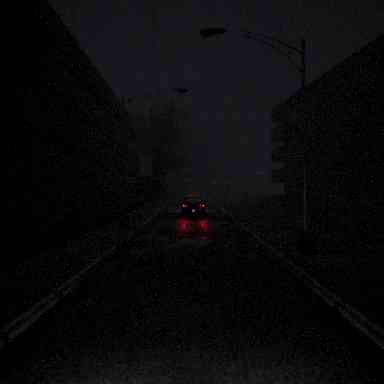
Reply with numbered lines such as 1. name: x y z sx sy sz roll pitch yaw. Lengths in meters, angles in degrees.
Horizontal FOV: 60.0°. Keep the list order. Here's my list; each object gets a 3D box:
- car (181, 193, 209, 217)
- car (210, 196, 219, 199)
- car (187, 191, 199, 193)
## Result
1. car: 0.105 1.074 26.148 1.812 1.442 4.674 0 2 0
2. car: 4.873 1.768 95.462 2.185 1.767 4.553 4 -3 -31
3. car: 0.129 0.545 42.889 1.882 1.535 5.008 0 1 0
